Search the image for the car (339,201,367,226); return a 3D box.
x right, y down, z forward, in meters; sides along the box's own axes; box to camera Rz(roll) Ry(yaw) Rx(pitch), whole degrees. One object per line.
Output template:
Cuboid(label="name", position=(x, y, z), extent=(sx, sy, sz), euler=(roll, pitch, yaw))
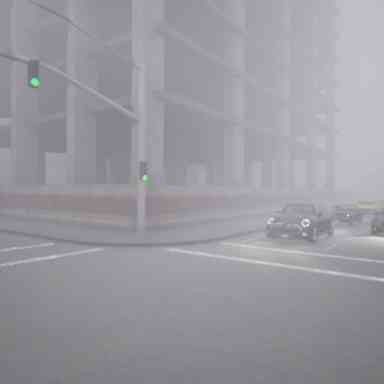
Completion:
Cuboid(label="car", position=(10.635, 1.561, 23.340), extent=(1.895, 1.301, 4.718), euler=(1, 0, 36))

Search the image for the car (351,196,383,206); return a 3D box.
Cuboid(label="car", position=(16.155, 1.439, 30.808), extent=(1.882, 1.535, 5.008), euler=(1, 0, 37))

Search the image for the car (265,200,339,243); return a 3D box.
Cuboid(label="car", position=(5.303, 1.312, 16.118), extent=(2.097, 1.767, 4.553), euler=(1, 0, 36))

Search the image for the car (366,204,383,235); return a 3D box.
Cuboid(label="car", position=(10.929, 1.552, 17.846), extent=(1.994, 1.385, 4.181), euler=(1, 0, 36))

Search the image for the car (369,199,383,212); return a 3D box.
Cuboid(label="car", position=(22.126, 1.563, 38.852), extent=(1.895, 1.301, 4.718), euler=(1, 0, 37))
